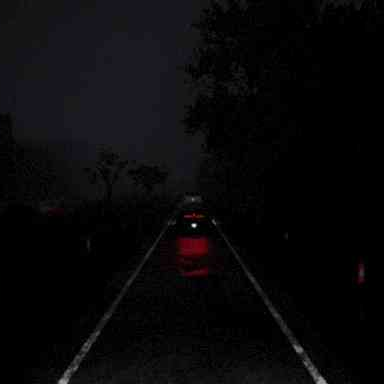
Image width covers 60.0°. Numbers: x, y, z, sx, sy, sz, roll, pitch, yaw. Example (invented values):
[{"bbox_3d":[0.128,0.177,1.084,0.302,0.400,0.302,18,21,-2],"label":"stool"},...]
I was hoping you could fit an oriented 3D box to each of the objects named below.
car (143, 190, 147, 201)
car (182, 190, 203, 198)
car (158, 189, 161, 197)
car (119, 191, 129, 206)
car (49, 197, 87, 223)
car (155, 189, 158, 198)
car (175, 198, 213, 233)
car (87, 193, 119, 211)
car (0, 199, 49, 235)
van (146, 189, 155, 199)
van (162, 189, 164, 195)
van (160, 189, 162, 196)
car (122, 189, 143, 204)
[{"bbox_3d":[-9.051,0.858,54.355,2.002,1.452,4.674,0,1,0],"label":"car"},{"bbox_3d":[0.102,0.800,37.708,2.150,2.045,5.566,0,1,0],"label":"car"},{"bbox_3d":[-9.075,0.649,76.521,2.163,1.488,4.792,0,-1,-2],"label":"car"},{"bbox_3d":[-9.032,0.941,37.726,2.097,1.535,5.008,0,0,2],"label":"car"},{"bbox_3d":[-9.021,1.096,21.926,1.946,1.575,5.366,0,0,2],"label":"car"},{"bbox_3d":[-9.069,0.664,71.010,2.231,1.521,4.892,0,-1,-2],"label":"car"},{"bbox_3d":[0.101,1.324,18.414,1.837,1.490,4.892,0,1,0],"label":"car"},{"bbox_3d":[-9.025,1.003,32.178,2.097,1.535,5.008,0,0,2],"label":"car"},{"bbox_3d":[-9.006,1.171,15.545,2.097,1.535,5.008,0,0,2],"label":"car"},{"bbox_3d":[-9.068,0.505,65.323,1.878,1.987,4.442,0,1,2],"label":"van"},{"bbox_3d":[-9.249,0.259,92.981,1.878,1.987,4.442,0,-1,-2],"label":"van"},{"bbox_3d":[-9.084,0.341,83.031,1.878,1.987,4.442,0,-1,-2],"label":"van"},{"bbox_3d":[-9.042,0.635,47.608,2.435,2.045,5.566,0,0,1],"label":"car"}]
